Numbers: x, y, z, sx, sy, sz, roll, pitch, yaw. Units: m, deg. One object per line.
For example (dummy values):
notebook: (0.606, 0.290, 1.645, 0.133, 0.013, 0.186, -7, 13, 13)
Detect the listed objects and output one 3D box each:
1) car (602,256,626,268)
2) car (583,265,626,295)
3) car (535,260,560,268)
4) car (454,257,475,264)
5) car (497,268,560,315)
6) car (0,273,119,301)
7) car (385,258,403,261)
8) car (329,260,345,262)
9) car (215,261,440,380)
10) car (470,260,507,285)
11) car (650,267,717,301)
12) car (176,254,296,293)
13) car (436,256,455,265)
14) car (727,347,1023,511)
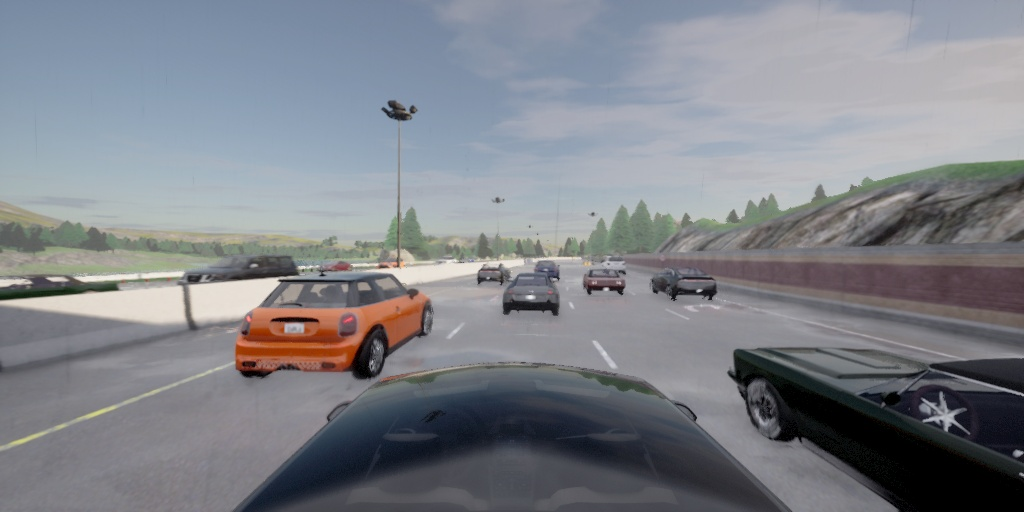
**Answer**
car: (11.563, 1.032, 41.028, 2.150, 2.045, 5.566, 0, 0, 8)
car: (5.019, 1.378, 20.172, 1.895, 1.301, 4.718, 0, 0, 8)
car: (2.991, 1.129, 30.706, 2.097, 1.767, 4.553, 0, 0, 8)
car: (-7.271, 0.853, 58.013, 1.882, 1.535, 5.008, 0, 0, 8)
car: (0.792, 1.324, 13.732, 1.994, 1.385, 4.181, 0, 0, 5)
car: (-17.105, 1.302, 12.377, 1.895, 1.301, 4.718, 0, 0, 4)
car: (-15.947, 1.077, 47.606, 2.097, 1.767, 4.553, 0, 0, 9)
car: (-20.394, 1.233, 41.487, 1.812, 1.442, 4.674, 0, 0, 8)
car: (-3.150, 1.095, 7.452, 2.097, 1.767, 4.553, 0, 0, 2)
car: (-1.234, 1.252, 25.870, 2.128, 1.511, 4.902, 0, 0, 8)
car: (8.247, 1.278, 17.642, 2.128, 1.511, 4.902, 0, 0, 7)
car: (-13.111, 0.939, 17.744, 2.150, 2.045, 5.566, 0, 0, 6)
car: (-10.741, 0.978, 58.473, 2.150, 2.045, 5.566, 0, 0, 8)
car: (3.655, 1.363, 2.414, 1.895, 1.301, 4.718, 0, 0, 0)
